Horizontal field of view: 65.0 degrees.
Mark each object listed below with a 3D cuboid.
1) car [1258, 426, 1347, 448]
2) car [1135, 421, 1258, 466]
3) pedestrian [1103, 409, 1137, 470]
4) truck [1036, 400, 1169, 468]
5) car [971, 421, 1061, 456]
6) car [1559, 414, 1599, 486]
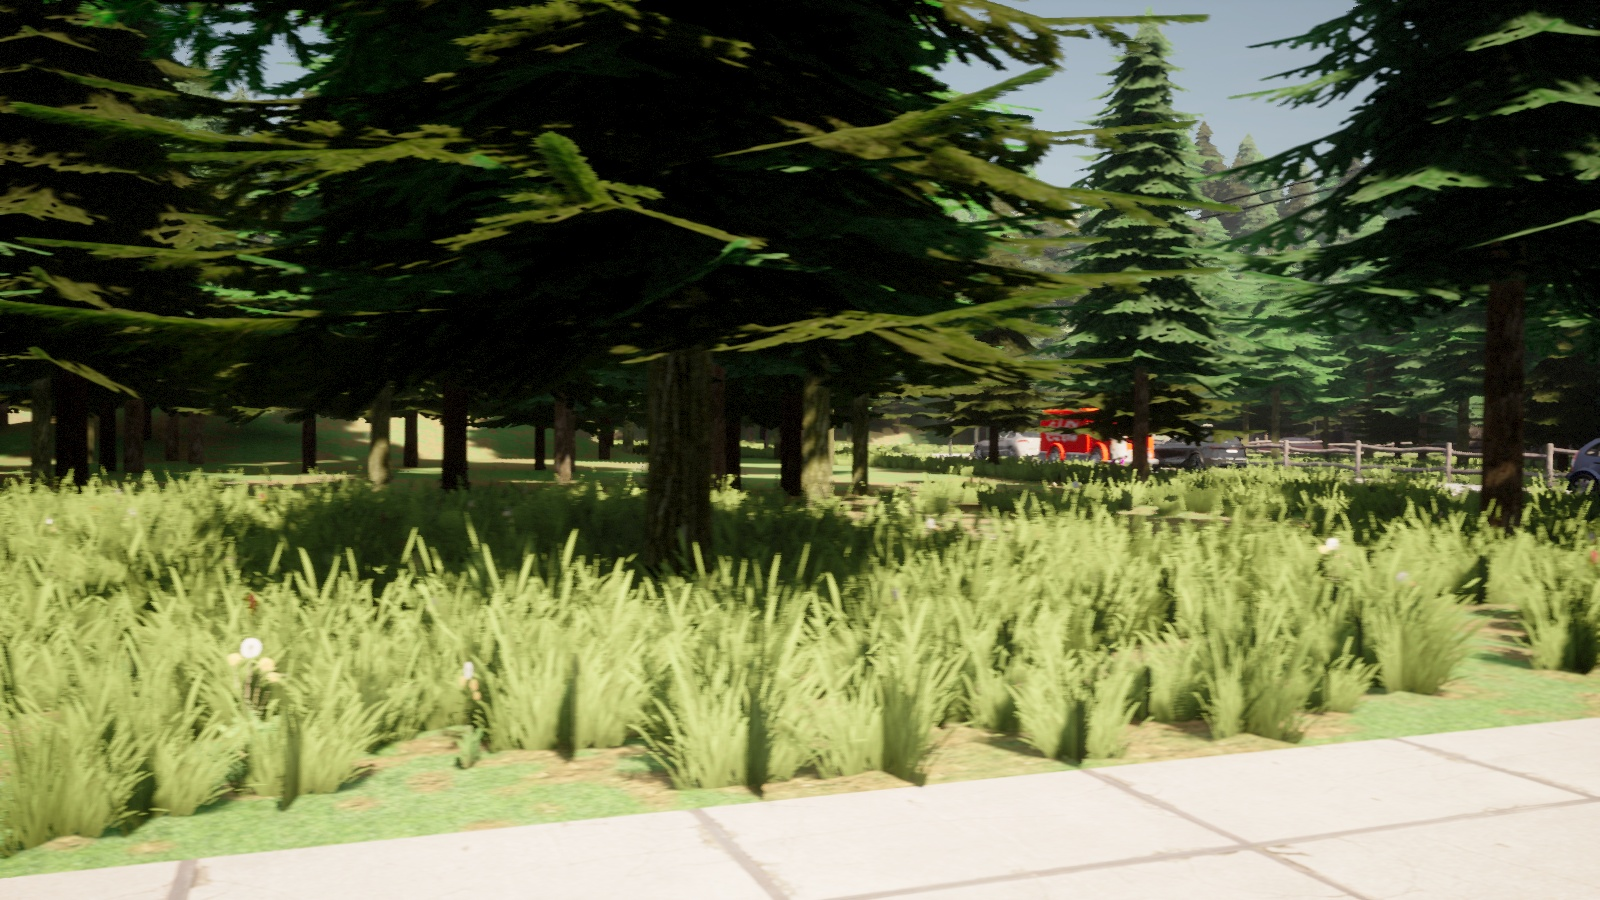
[{"bbox_3d":[32.937,-0.851,82.369,5.357,1.411,2.033,0,1,22],"label":"car"},{"bbox_3d":[15.398,-0.263,49.061,2.033,1.649,4.856,-1,1,-20],"label":"car"},{"bbox_3d":[10.405,-0.344,40.858,0.659,1.952,0.873,-1,1,-23],"label":"pedestrian"},{"bbox_3d":[11.695,-0.639,49.011,2.627,2.467,5.204,-1,1,-20],"label":"truck"},{"bbox_3d":[10.655,-0.580,62.330,2.152,1.651,5.027,-1,1,-20],"label":"car"},{"bbox_3d":[19.260,0.001,27.767,1.851,1.617,3.988,-1,1,-19],"label":"car"}]
